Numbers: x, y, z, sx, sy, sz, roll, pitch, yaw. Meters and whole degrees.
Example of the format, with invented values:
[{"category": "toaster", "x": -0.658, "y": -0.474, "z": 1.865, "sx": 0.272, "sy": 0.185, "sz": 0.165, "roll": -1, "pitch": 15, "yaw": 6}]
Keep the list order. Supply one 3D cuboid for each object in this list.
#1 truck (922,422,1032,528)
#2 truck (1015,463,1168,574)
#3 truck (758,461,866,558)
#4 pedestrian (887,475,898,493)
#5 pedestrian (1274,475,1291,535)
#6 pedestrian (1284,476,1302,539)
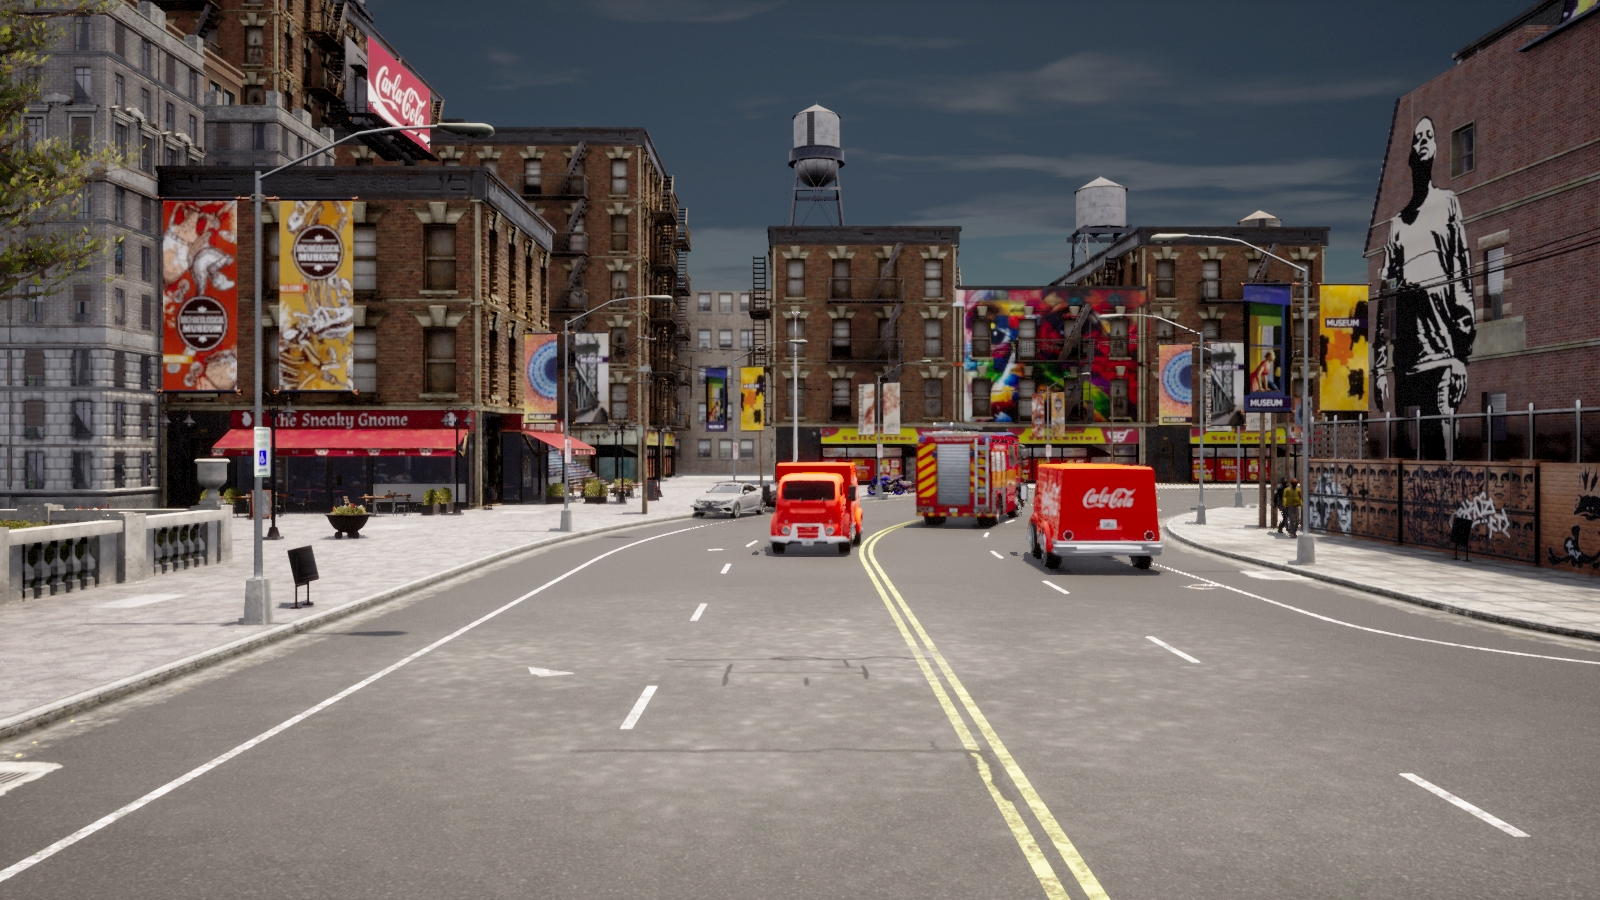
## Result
[{"category": "truck", "x": 7.274, "y": 0.909, "z": 45.809, "sx": 2.891, "sy": 3.827, "sz": 8.468, "roll": 0, "pitch": 0, "yaw": 19}, {"category": "truck", "x": 7.090, "y": 1.580, "z": 28.464, "sx": 2.627, "sy": 2.467, "sz": 5.204, "roll": 0, "pitch": 0, "yaw": 2}, {"category": "truck", "x": 0.445, "y": 1.581, "z": 32.422, "sx": 2.627, "sy": 2.467, "sz": 5.204, "roll": 0, "pitch": 0, "yaw": 5}, {"category": "pedestrian", "x": 5.722, "y": 2.104, "z": 70.592, "sx": 0.500, "sy": 1.100, "sz": 0.500, "roll": 0, "pitch": 0, "yaw": -39}, {"category": "pedestrian", "x": 15.110, "y": 1.711, "z": 35.775, "sx": 0.375, "sy": 1.860, "sz": 0.375, "roll": 0, "pitch": 0, "yaw": -1}, {"category": "pedestrian", "x": 14.691, "y": 1.710, "z": 34.046, "sx": 0.375, "sy": 1.860, "sz": 0.375, "roll": 0, "pitch": 0, "yaw": 1}]
